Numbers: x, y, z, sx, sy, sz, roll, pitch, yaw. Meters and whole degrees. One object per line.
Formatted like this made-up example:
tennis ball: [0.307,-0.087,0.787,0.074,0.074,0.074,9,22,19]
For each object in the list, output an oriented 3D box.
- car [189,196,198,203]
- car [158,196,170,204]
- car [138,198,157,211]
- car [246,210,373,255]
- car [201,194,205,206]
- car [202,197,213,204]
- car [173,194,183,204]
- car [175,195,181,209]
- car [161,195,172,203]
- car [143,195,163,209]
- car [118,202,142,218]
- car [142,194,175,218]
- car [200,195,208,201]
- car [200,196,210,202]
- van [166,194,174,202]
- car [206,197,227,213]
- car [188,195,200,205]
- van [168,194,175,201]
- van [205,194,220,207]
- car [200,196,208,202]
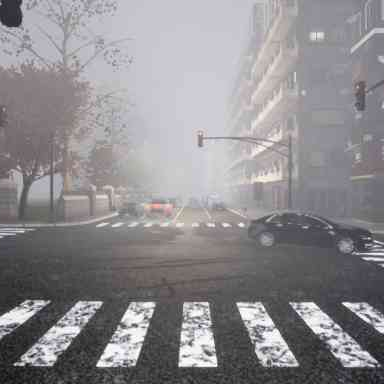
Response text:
car: [0.326,1.594,71.156,1.812,1.442,4.674,0,0,0]
car: [-5.453,1.497,64.644,1.967,1.590,4.097,0,0,0]
car: [-5.535,1.549,41.953,1.752,1.417,4.829,0,0,0]
car: [4.673,1.538,13.631,4.892,1.490,1.837,2,2,25]
car: [2.887,1.479,53.352,1.967,1.590,4.097,0,0,0]
car: [2.927,1.602,64.612,1.887,1.381,4.507,0,0,0]
car: [-2.764,1.439,65.014,2.097,1.767,4.553,0,0,0]
car: [-2.924,1.536,47.055,1.837,1.490,4.892,0,0,0]
car: [-5.432,1.507,70.273,1.967,1.590,4.097,0,0,0]
car: [-5.514,1.346,47.753,2.192,1.841,5.009,0,0,0]
car: [-5.575,1.579,30.862,1.947,1.339,4.313,0,0,0]
car: [-2.990,1.366,30.678,2.097,1.767,4.553,0,0,0]
car: [3.009,1.543,87.132,1.967,1.590,4.097,0,0,0]
car: [2.968,1.628,75.873,2.008,1.369,4.403,0,0,0]
van: [-5.392,1.431,81.534,1.690,1.788,3.998,0,0,0]
car: [2.825,1.563,36.461,1.887,1.381,4.507,0,0,0]
car: [0.326,1.615,61.172,1.994,1.385,4.181,0,0,0]
van: [-5.371,1.444,87.163,1.690,1.788,3.998,0,0,0]
van: [2.846,1.365,42.092,1.690,1.788,3.998,0,0,0]
car: [2.988,1.634,81.503,1.887,1.381,4.507,0,0,0]
